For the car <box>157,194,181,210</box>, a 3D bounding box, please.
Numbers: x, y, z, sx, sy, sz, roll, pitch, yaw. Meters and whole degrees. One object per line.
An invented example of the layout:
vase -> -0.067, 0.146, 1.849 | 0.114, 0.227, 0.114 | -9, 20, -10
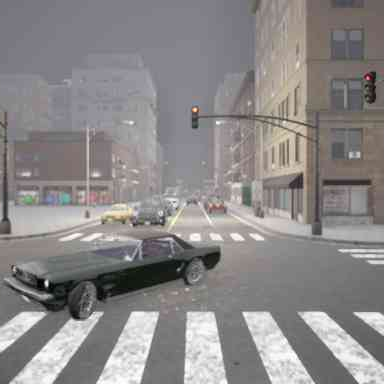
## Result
car -> -2.799, 1.218, 42.083 | 2.150, 2.045, 5.566 | 0, 0, 0

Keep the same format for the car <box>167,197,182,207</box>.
car -> -2.792, 1.541, 53.542 | 2.033, 1.411, 5.357 | 0, 0, 1

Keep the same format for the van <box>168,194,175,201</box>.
van -> -5.378, 1.334, 86.753 | 1.690, 1.788, 3.998 | 0, 0, 0

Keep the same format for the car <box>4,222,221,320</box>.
car -> -1.479, 1.597, 7.564 | 1.895, 1.301, 4.718 | 0, 0, 43

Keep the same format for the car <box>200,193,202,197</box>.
car -> 2.645, 1.543, 69.766 | 2.008, 1.369, 4.403 | 0, 0, 0

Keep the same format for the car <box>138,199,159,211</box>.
car -> -5.383, 1.545, 41.457 | 2.008, 1.369, 4.403 | 0, 0, 0

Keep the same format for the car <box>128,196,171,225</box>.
car -> -2.800, 1.348, 22.793 | 2.097, 1.767, 4.553 | 0, 0, -1

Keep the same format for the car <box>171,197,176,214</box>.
car -> -2.836, 1.500, 31.980 | 1.837, 1.490, 4.892 | 0, 0, 0

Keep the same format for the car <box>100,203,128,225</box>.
car -> -5.385, 1.522, 24.302 | 1.752, 1.417, 4.829 | 0, 0, 0

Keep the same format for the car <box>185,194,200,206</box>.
car -> 0.007, 1.498, 54.412 | 1.837, 1.490, 4.892 | 0, 0, 0

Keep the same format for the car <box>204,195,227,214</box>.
car -> 2.641, 1.435, 35.794 | 1.967, 1.590, 4.097 | 0, 0, 0

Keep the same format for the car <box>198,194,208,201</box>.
car -> 2.647, 1.307, 81.089 | 2.192, 1.841, 5.009 | 0, 0, 0

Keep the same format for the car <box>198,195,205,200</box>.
car -> 2.648, 1.558, 92.413 | 1.947, 1.339, 4.313 | 0, 0, 0

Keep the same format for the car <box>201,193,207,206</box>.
car -> 2.642, 1.309, 41.456 | 2.192, 1.841, 5.009 | 0, 0, 0

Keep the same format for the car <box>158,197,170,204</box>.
car -> -5.381, 1.575, 64.105 | 1.802, 1.307, 4.206 | 0, 0, 0

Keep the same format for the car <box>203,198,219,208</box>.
car -> 2.642, 1.560, 47.118 | 1.947, 1.339, 4.313 | 0, 0, 0
